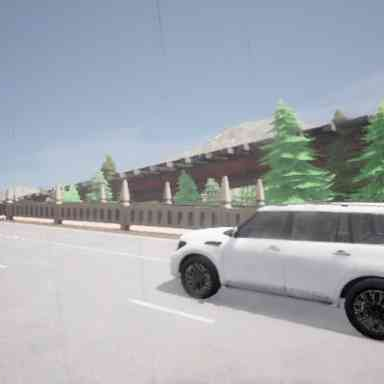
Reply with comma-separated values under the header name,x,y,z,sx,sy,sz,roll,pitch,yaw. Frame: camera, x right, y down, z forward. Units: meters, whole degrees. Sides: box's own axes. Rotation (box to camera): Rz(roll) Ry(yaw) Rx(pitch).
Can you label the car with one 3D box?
name,x,y,z,sx,sy,sz,roll,pitch,yaw
car,2.148,1.225,6.758,5.566,2.045,2.150,0,0,35
